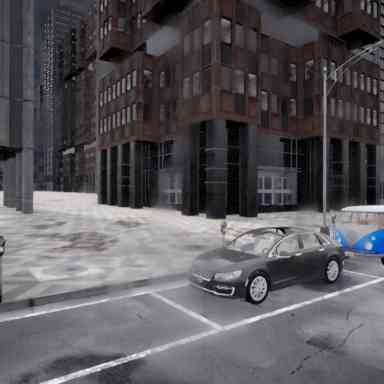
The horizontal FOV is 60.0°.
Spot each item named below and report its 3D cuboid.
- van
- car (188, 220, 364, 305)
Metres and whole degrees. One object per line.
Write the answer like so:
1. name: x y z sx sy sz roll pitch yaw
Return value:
1. van: 6.445 1.342 11.218 3.998 1.788 1.690 0 0 -35
2. car: 1.939 1.551 8.020 4.403 1.369 2.008 0 0 -35
